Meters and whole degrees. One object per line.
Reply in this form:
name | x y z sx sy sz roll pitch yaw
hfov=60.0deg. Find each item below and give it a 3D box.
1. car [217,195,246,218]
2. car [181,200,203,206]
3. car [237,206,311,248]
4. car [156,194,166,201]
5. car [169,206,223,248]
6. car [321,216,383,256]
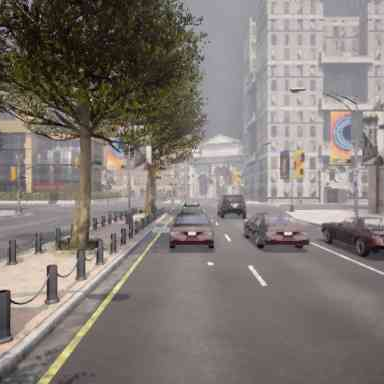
car | 3.500 1.257 29.680 2.150 2.045 5.566 0 0 0
car | 0.000 1.494 29.650 2.128 1.511 4.902 0 0 0
car | 3.500 1.562 14.650 2.033 1.411 5.357 0 0 0
car | -8.000 1.289 85.574 2.097 1.767 4.553 0 0 0
car | 0.000 1.562 14.650 2.033 1.411 5.357 0 0 0
car | 6.749 1.593 12.948 1.895 1.301 4.718 0 0 0
